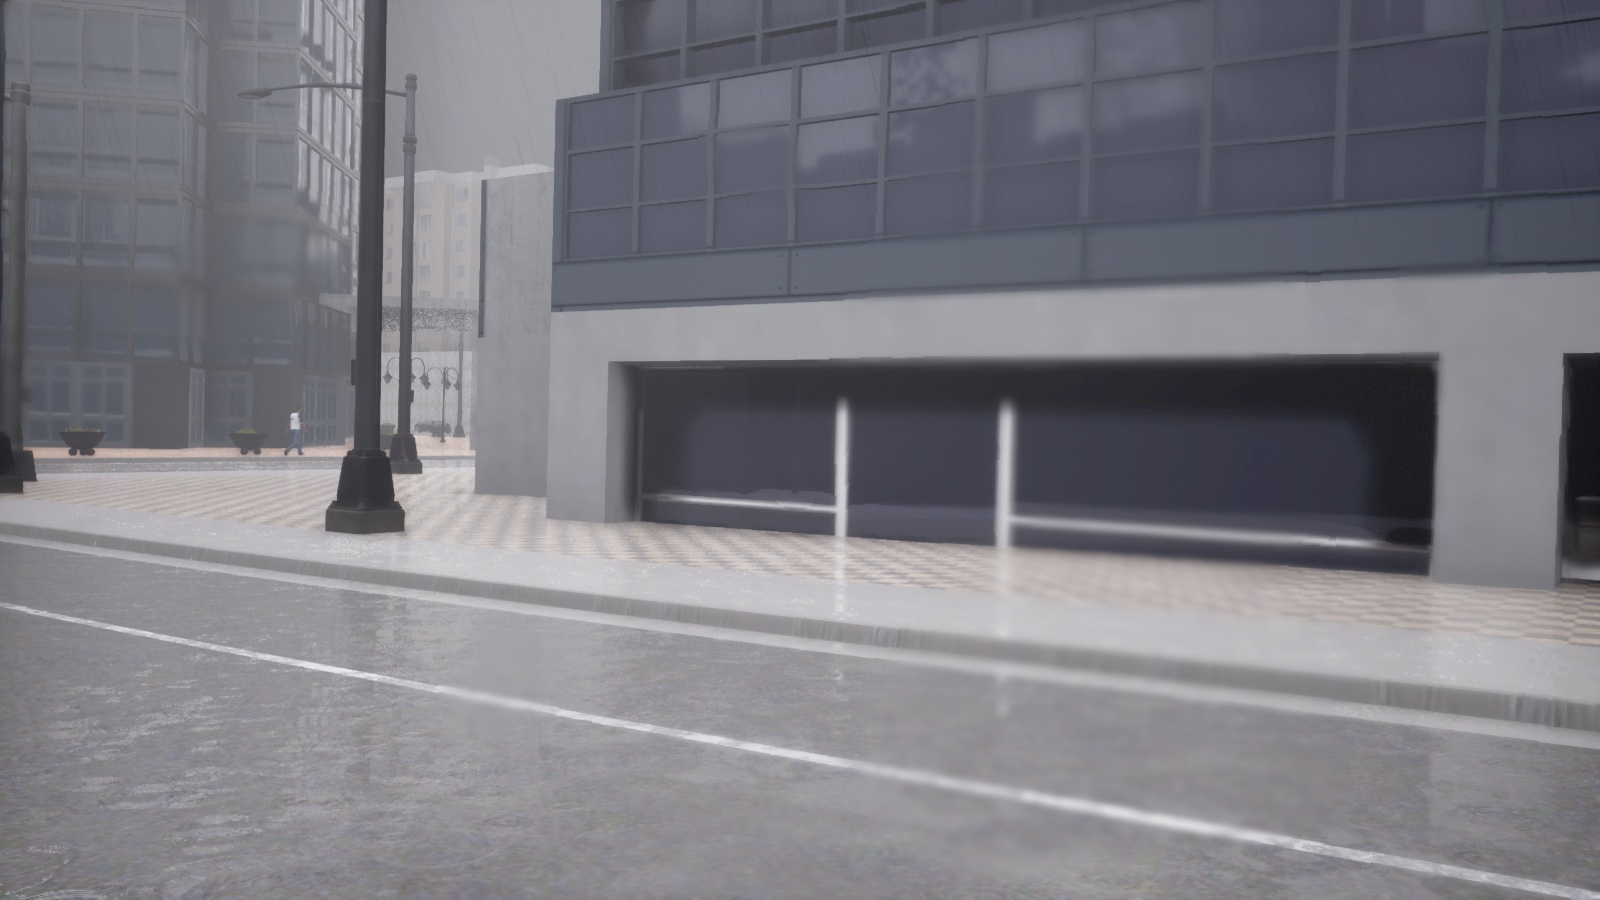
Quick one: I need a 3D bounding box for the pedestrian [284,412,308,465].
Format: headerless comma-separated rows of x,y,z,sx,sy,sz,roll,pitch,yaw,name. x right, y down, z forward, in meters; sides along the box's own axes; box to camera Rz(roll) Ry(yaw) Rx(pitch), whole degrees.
-17.627,-0.417,43.896,0.354,1.836,0.706,1,1,30,pedestrian
